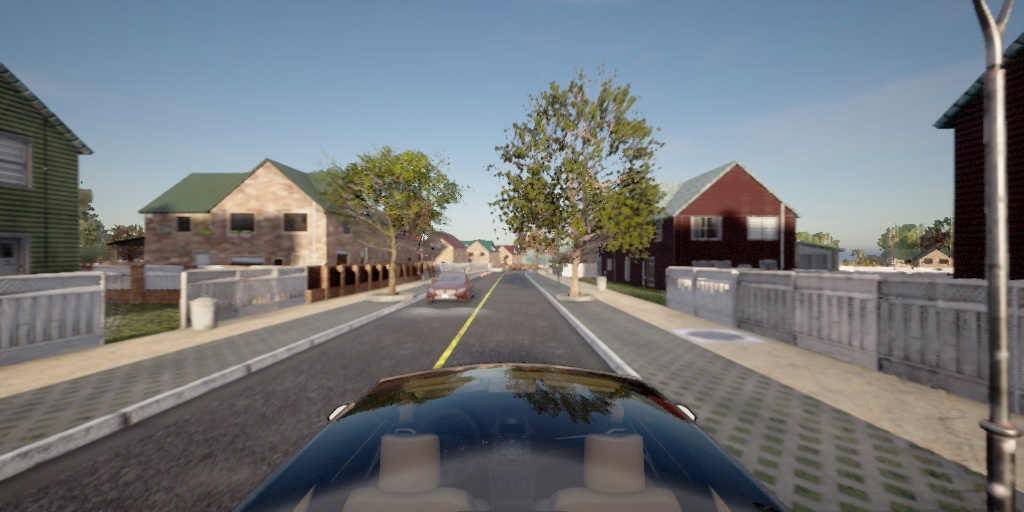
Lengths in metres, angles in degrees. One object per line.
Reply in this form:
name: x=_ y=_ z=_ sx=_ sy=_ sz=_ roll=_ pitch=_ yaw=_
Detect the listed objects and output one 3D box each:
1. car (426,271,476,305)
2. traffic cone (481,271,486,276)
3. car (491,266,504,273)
car: x=-2.841 y=1.467 z=17.518 sx=1.812 sy=1.442 sz=4.674 roll=0 pitch=-1 yaw=0
traffic cone: x=-3.862 y=2.361 z=46.725 sx=0.340 sy=0.580 sz=0.340 roll=0 pitch=0 yaw=0
car: x=-2.425 y=2.257 z=60.241 sx=1.895 sy=1.301 sz=4.718 roll=0 pitch=-1 yaw=3
